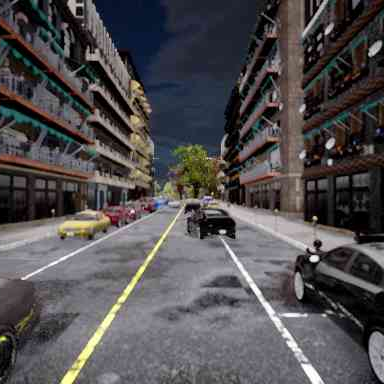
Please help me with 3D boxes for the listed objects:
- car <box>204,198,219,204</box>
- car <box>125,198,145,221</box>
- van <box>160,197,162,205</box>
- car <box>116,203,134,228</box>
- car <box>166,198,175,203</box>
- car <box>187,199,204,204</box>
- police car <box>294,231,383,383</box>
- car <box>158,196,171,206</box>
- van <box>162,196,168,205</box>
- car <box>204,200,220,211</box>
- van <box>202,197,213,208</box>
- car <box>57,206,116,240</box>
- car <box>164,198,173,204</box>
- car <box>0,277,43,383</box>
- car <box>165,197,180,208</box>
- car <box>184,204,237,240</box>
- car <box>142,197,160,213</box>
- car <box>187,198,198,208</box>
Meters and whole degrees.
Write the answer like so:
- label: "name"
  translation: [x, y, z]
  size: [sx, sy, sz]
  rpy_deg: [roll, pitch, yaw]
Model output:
- label: "car"
  translation: [2.724, 1.808, 40.855]
  size: [1.752, 1.417, 4.829]
  rpy_deg: [1, 0, 0]
- label: "car"
  translation: [-5.662, 1.643, 29.406]
  size: [1.967, 1.590, 4.097]
  rpy_deg: [1, 0, 0]
- label: "van"
  translation: [-5.651, 1.663, 46.391]
  size: [1.690, 1.788, 3.998]
  rpy_deg: [1, 0, 0]
- label: "car"
  translation: [-5.666, 1.708, 23.743]
  size: [1.887, 1.381, 4.507]
  rpy_deg: [1, 0, 0]
- label: "car"
  translation: [-5.634, 2.163, 86.020]
  size: [2.008, 1.369, 4.403]
  rpy_deg: [1, 0, 0]
- label: "car"
  translation: [0.116, 1.777, 38.945]
  size: [1.837, 1.490, 4.892]
  rpy_deg: [0, 0, 0]
- label: "police car"
  translation: [3.137, 1.462, 5.419]
  size: [1.930, 1.638, 5.238]
  rpy_deg: [0, 0, 0]
- label: "car"
  translation: [-5.639, 1.800, 69.037]
  size: [2.192, 1.841, 5.009]
  rpy_deg: [1, 0, 0]
- label: "van"
  translation: [-5.642, 1.785, 63.375]
  size: [1.690, 1.788, 3.998]
  rpy_deg: [1, 0, 0]
- label: "car"
  translation: [2.730, 1.867, 46.346]
  size: [1.887, 1.381, 4.507]
  rpy_deg: [1, 0, 0]
- label: "van"
  translation: [2.721, 1.744, 57.671]
  size: [1.690, 1.788, 3.998]
  rpy_deg: [1, 0, 0]
- label: "car"
  translation: [-5.669, 1.648, 17.913]
  size: [1.752, 1.417, 4.829]
  rpy_deg: [1, 0, 0]
- label: "car"
  translation: [-5.637, 2.135, 80.359]
  size: [1.947, 1.339, 4.313]
  rpy_deg: [1, 0, 0]
- label: "car"
  translation: [-3.099, 1.566, 2.559]
  size: [2.033, 1.411, 5.357]
  rpy_deg: [0, 0, 0]
- label: "car"
  translation: [-3.020, 1.990, 55.821]
  size: [1.895, 1.301, 4.718]
  rpy_deg: [0, 0, 0]
- label: "car"
  translation: [0.940, 1.630, 18.113]
  size: [1.837, 1.490, 4.892]
  rpy_deg: [0, 0, -12]
- label: "car"
  translation: [-5.654, 1.597, 40.730]
  size: [2.192, 1.841, 5.009]
  rpy_deg: [1, 0, 0]
- label: "car"
  translation: [0.126, 1.875, 56.981]
  size: [1.882, 1.535, 5.008]
  rpy_deg: [0, 0, 0]
